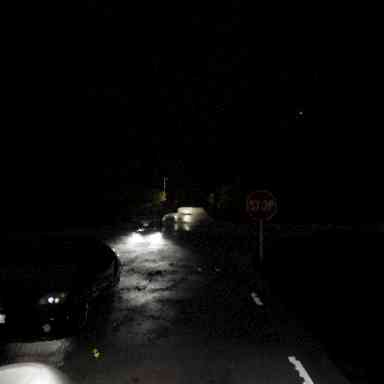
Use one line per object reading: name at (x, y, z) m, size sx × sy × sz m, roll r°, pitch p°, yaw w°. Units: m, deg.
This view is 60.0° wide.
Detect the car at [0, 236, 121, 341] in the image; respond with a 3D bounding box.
car at (-2.745, 1.603, 6.648) m, size 1.994 × 1.385 × 4.181 m, roll 0°, pitch 0°, yaw 0°

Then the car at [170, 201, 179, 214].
car at (-2.694, 1.982, 42.142) m, size 1.837 × 1.490 × 4.892 m, roll 0°, pitch -1°, yaw 0°

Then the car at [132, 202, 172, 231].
car at (-2.724, 1.687, 22.068) m, size 2.128 × 1.511 × 4.902 m, roll 0°, pitch -1°, yaw 0°
